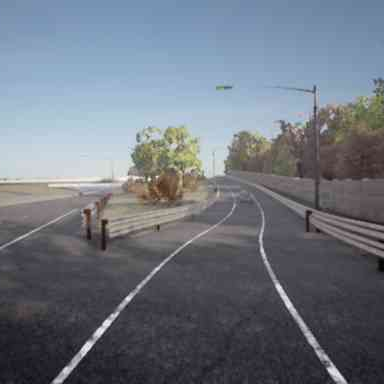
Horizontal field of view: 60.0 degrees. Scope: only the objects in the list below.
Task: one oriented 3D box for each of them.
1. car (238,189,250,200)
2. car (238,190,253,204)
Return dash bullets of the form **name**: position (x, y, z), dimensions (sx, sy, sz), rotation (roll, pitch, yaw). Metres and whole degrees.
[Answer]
- **car**: position (9.698, 0.436, 62.193), dimensions (1.837, 1.490, 4.892), rotation (-1, 4, 5)
- **car**: position (8.483, 1.034, 52.203), dimensions (2.128, 1.511, 4.902), rotation (-1, 3, 7)
